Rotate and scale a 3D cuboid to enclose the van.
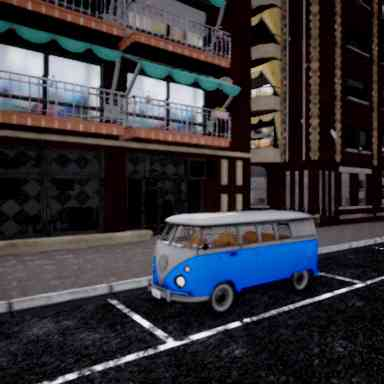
[{"bbox_3d":[1.059,1.331,7.309,3.998,1.788,1.690,0,0,-36],"label":"van"}]
